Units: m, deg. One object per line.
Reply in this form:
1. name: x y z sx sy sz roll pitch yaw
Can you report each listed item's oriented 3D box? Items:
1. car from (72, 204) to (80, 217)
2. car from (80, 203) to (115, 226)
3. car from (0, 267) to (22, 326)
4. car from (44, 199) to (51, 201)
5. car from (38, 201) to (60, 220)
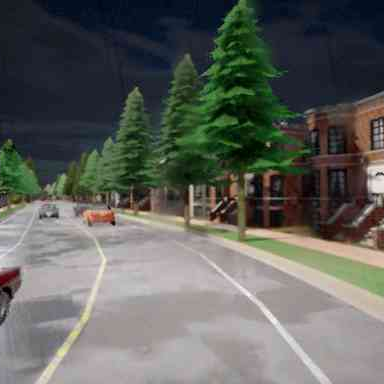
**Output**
1. car: -13.017 2.115 39.583 1.837 1.490 4.892 0 -1 -24
2. car: -7.725 1.765 27.479 2.097 1.767 4.553 0 -1 -23
3. car: -4.051 1.691 4.370 1.895 1.301 4.718 0 -1 -7
4. car: -31.161 2.428 71.739 2.097 1.767 4.553 0 -1 -24
5. car: -14.862 2.053 34.614 2.128 1.511 4.902 0 -1 -24
